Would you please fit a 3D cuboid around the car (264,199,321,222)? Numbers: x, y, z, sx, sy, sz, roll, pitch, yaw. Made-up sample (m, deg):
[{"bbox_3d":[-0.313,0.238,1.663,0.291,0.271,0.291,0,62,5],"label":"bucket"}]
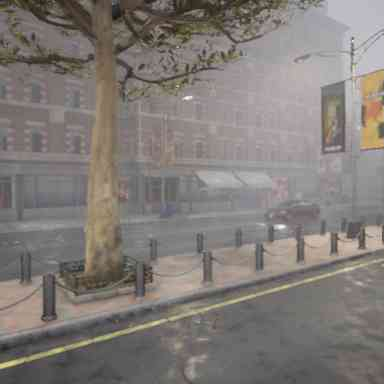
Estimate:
[{"bbox_3d":[7.048,1.237,23.019,4.674,1.442,1.812,-1,1,-35],"label":"car"}]
